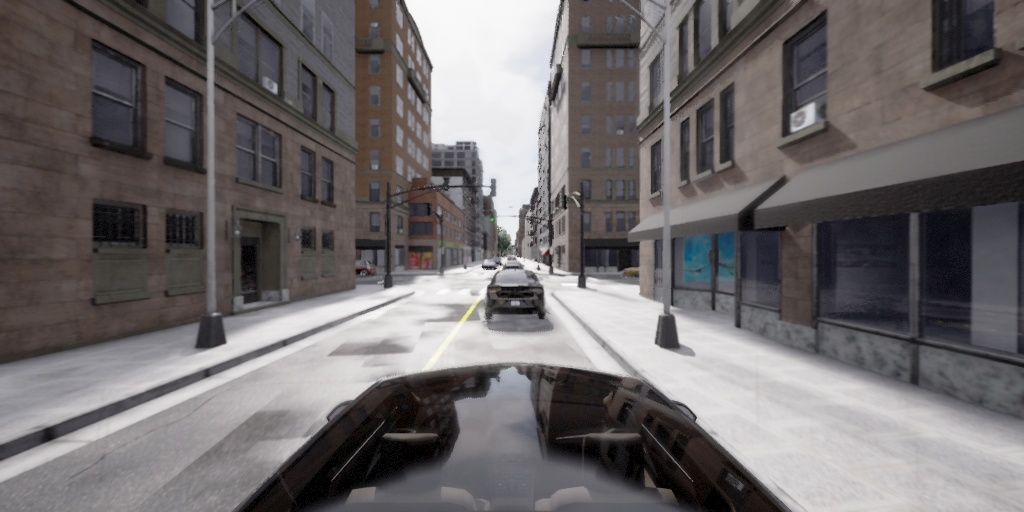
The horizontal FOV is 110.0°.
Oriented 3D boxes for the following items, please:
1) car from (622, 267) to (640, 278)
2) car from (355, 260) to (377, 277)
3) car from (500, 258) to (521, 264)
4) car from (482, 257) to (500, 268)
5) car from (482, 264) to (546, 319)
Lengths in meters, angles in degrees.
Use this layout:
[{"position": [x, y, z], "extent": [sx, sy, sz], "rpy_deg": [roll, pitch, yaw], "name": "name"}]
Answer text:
[{"position": [12.424, 1.191, 32.309], "extent": [4.829, 1.417, 1.751], "rpy_deg": [0, 0, 1], "name": "car"}, {"position": [-14.600, 1.097, 32.591], "extent": [4.097, 1.591, 1.967], "rpy_deg": [0, 0, 1], "name": "car"}, {"position": [0.101, 1.176, 32.797], "extent": [1.837, 1.490, 4.892], "rpy_deg": [0, 0, 0], "name": "car"}, {"position": [-3.086, 1.169, 49.492], "extent": [2.033, 1.411, 5.357], "rpy_deg": [0, 0, 0], "name": "car"}, {"position": [0.103, 1.202, 12.769], "extent": [1.882, 1.535, 5.008], "rpy_deg": [0, 0, 0], "name": "car"}]
